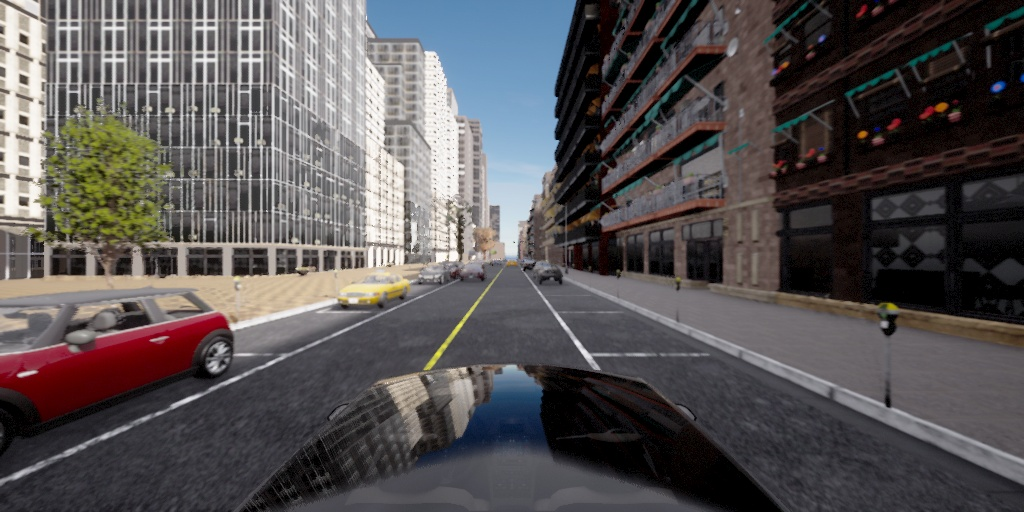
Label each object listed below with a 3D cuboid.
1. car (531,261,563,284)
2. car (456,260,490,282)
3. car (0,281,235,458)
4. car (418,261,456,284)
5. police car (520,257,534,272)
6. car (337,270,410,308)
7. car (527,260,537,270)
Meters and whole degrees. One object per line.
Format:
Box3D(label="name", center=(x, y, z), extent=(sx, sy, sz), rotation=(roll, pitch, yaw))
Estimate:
Box3D(label="car", center=(2.698, 1.314, 26.491), extent=(2.007, 1.370, 4.403), rotation=(0, 0, 0))
Box3D(label="car", center=(-3.086, 1.292, 29.354), extent=(1.812, 1.442, 4.674), rotation=(0, 0, 0))
Box3D(label="car", center=(-5.692, 1.191, 4.364), extent=(1.967, 1.591, 4.097), rotation=(0, 0, 0))
Box3D(label="car", center=(-5.682, 1.315, 26.495), extent=(2.007, 1.370, 4.403), rotation=(0, 0, 0))
Box3D(label="police car", center=(2.383, 1.207, 47.402), extent=(1.930, 1.638, 5.238), rotation=(0, 0, 0))
Box3D(label="car", center=(-5.687, 1.282, 15.260), extent=(1.751, 1.417, 4.829), rotation=(0, 0, 0))
Box3D(label="car", center=(2.701, 1.318, 32.024), extent=(2.007, 1.370, 4.403), rotation=(0, 0, 0))
